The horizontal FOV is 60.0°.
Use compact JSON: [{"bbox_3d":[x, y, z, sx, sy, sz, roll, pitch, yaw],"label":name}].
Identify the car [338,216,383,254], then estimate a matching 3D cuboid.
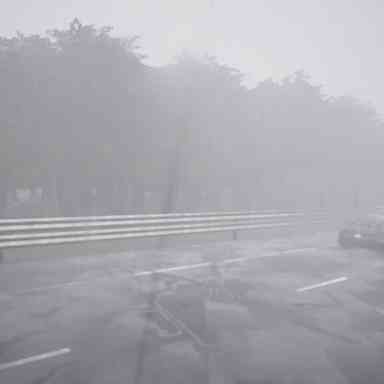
[{"bbox_3d":[7.971,1.681,13.842,4.181,1.385,1.994,1,0,-35],"label":"car"}]
